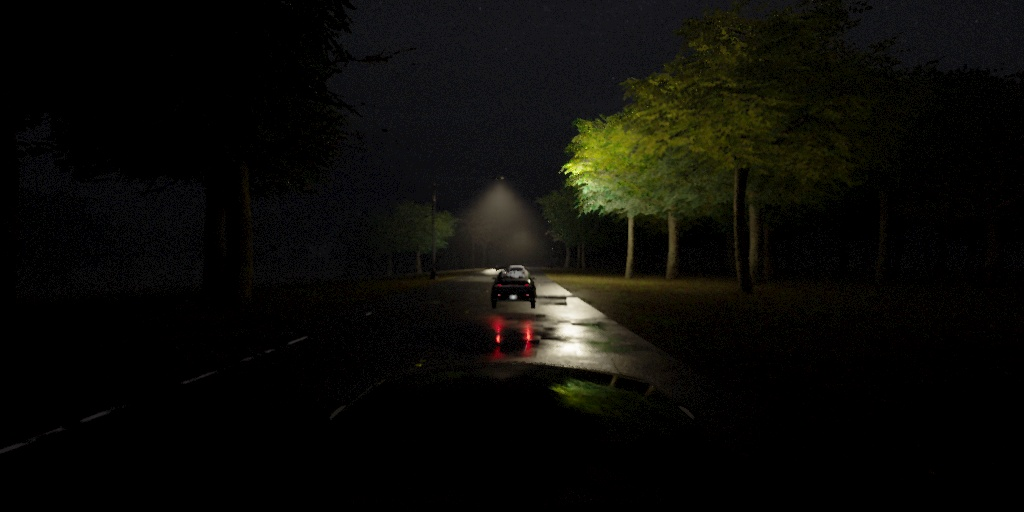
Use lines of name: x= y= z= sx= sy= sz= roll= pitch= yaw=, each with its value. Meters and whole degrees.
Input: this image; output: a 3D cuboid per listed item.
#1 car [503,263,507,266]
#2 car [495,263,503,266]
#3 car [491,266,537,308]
car: x=0.436 y=1.548 z=31.145 sx=1.812 sy=1.442 sz=4.674 roll=0 pitch=0 yaw=2
car: x=-1.729 y=1.848 z=60.817 sx=2.033 sy=1.411 sz=5.357 roll=0 pitch=-1 yaw=4
car: x=0.094 y=1.375 z=16.097 sx=2.128 sy=1.511 sz=4.902 roll=0 pitch=0 yaw=1
